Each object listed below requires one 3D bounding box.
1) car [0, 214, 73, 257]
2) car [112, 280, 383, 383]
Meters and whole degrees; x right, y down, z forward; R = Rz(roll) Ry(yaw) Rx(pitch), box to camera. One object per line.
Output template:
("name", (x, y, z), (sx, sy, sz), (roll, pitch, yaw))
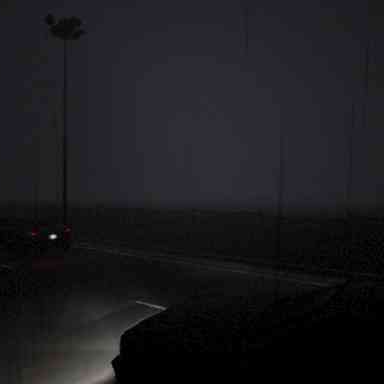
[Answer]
("car", (-6.559, 1.561, 12.970), (4.181, 1.385, 1.994), (0, 0, 36))
("car", (1.755, 1.547, 2.740), (5.357, 1.411, 2.033), (0, 0, 35))
